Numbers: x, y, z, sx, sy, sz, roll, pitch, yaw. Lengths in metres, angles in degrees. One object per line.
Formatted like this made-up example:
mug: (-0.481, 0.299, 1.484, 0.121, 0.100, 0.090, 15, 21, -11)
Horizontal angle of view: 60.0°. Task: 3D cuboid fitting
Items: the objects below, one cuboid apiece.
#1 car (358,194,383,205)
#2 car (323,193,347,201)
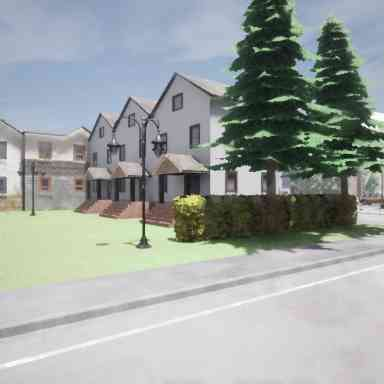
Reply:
car: (27.232, 1.097, 49.238, 1.932, 1.855, 4.605, 0, 0, -36)
car: (32.105, 1.097, 74.691, 1.932, 1.855, 4.605, 0, 0, -36)
